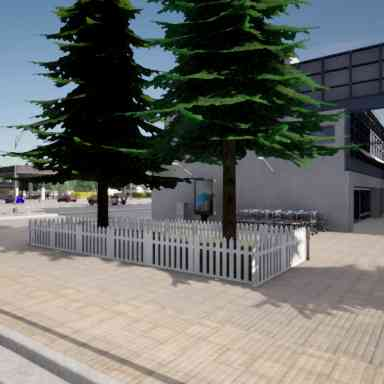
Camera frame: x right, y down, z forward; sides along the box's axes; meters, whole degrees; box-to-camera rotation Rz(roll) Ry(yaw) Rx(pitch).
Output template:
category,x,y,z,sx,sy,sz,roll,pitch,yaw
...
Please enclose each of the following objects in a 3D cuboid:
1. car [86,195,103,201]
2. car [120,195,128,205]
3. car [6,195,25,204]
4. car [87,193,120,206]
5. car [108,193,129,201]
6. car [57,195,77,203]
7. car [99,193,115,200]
category,x,y,z,sx,sy,sz,roll,pitch,yaw
car,-23.428,1.358,79.765,3.806,1.475,1.970,0,0,36
car,-11.917,1.075,51.675,3.866,1.878,1.905,0,0,36
car,-30.407,1.317,57.110,3.633,1.501,1.845,0,0,36
car,-13.297,1.096,49.085,4.605,1.855,1.932,0,0,36
car,-16.558,1.095,74.795,4.605,1.855,1.932,0,0,36
car,-24.479,1.295,65.155,4.514,1.523,2.007,0,0,36
car,-20.974,1.074,82.089,3.866,1.878,1.905,0,0,36
